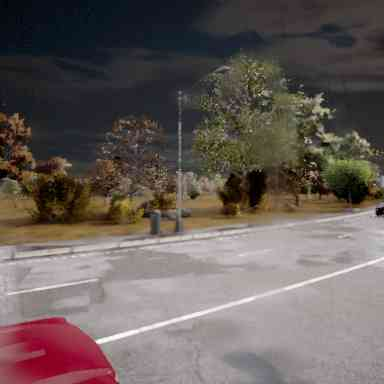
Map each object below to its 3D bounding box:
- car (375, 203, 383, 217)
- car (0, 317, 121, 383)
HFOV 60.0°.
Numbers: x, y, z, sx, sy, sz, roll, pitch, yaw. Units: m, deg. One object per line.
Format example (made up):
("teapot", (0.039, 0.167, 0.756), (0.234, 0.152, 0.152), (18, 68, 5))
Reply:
("car", (18.473, 1.637, 30.801), (1.895, 1.301, 4.718), (0, 0, 41))
("car", (-2.738, 1.609, 1.873), (4.718, 1.301, 1.895), (0, 0, -35))
